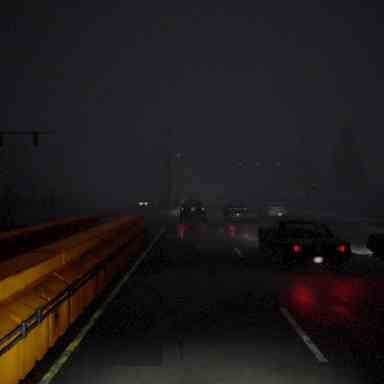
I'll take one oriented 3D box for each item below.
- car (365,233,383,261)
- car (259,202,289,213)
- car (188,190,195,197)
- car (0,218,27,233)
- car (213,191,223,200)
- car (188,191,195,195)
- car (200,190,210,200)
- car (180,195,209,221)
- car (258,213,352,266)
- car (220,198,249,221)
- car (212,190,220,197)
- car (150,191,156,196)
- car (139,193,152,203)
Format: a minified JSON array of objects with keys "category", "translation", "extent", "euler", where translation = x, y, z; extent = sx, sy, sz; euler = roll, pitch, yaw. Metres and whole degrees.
[{"category":"car","translation":[7.047,1.564,9.346],"extent":[2.033,1.411,5.357],"euler":[0,0,1]},{"category":"car","translation":[7.092,1.576,29.064],"extent":[1.812,1.442,4.674],"euler":[0,0,0]},{"category":"car","translation":[-0.113,0.444,94.345],"extent":[2.128,1.511,4.902],"euler":[0,7,0]},{"category":"car","translation":[-7.066,1.583,11.126],"extent":[1.994,1.385,4.181],"euler":[0,0,0]},{"category":"car","translation":[6.938,1.216,84.360],"extent":[1.812,1.442,4.674],"euler":[0,3,0]},{"category":"car","translation":[-0.062,1.217,84.325],"extent":[2.128,1.511,4.902],"euler":[0,3,0]},{"category":"car","translation":[3.438,1.049,84.303],"extent":[2.097,1.767,4.553],"euler":[0,3,0]},{"category":"car","translation":[0.084,1.399,27.750],"extent":[2.097,1.767,4.553],"euler":[0,0,0]},{"category":"car","translation":[3.568,1.621,11.574],"extent":[1.895,1.301,4.718],"euler":[0,0,0]},{"category":"car","translation":[3.586,1.541,28.080],"extent":[2.128,1.511,4.902],"euler":[0,0,0]},{"category":"car","translation":[6.887,0.397,94.374],"extent":[1.882,1.535,5.008],"euler":[0,7,0]},{"category":"car","translation":[-10.587,0.499,89.260],"extent":[1.812,1.442,4.674],"euler":[0,4,0]},{"category":"car","translation":[-10.510,1.606,73.803],"extent":[2.128,1.511,4.902],"euler":[0,1,0]}]
